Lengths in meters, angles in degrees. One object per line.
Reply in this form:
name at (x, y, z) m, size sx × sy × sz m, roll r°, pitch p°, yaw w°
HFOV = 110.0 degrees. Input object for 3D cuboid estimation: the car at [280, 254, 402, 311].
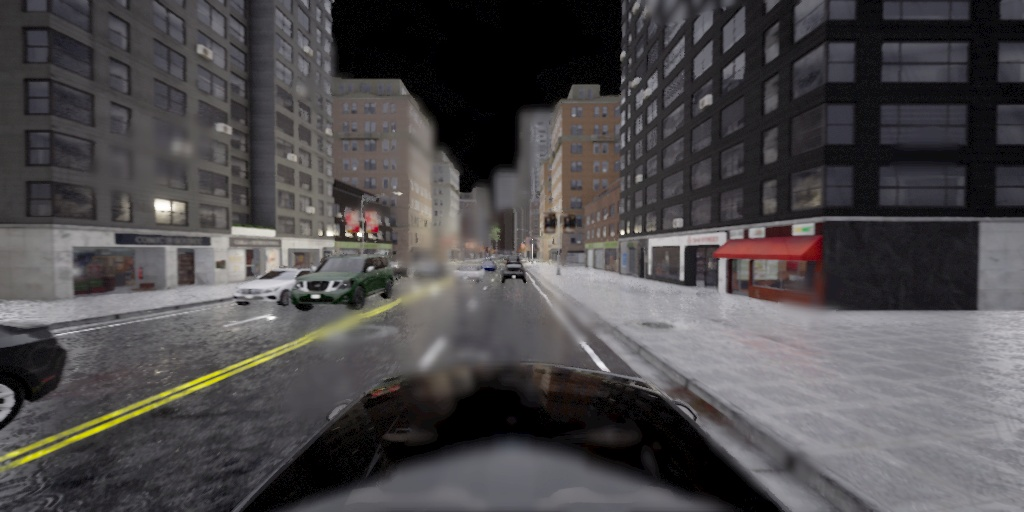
car at (-6.572, 0.951, 14.739) m, size 2.150 × 2.045 × 5.566 m, roll 0°, pitch 1°, yaw 0°

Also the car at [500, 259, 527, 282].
car at (0.147, 1.244, 28.428) m, size 1.837 × 1.490 × 4.892 m, roll 0°, pitch 1°, yaw 0°

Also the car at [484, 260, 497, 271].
car at (-3.075, 1.269, 47.336) m, size 1.994 × 1.385 × 4.181 m, roll 0°, pitch 0°, yaw 0°

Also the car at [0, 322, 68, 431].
car at (-6.601, 1.246, 2.461) m, size 1.837 × 1.490 × 4.892 m, roll 0°, pitch 0°, yaw 0°

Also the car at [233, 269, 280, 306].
car at (-9.812, 1.257, 15.744) m, size 1.812 × 1.442 × 4.674 m, roll 0°, pitch 0°, yaw 0°

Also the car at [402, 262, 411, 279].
car at (-9.709, 1.215, 29.341) m, size 2.128 × 1.511 × 4.902 m, roll 0°, pitch 0°, yaw 0°

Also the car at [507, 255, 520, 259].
car at (0.184, 0.930, 48.759) m, size 2.150 × 2.045 × 5.566 m, roll 0°, pitch 0°, yaw 0°

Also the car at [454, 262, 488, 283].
car at (-3.131, 1.335, 27.264) m, size 1.895 × 1.301 × 4.718 m, roll 0°, pitch 0°, yaw 0°

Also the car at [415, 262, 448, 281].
car at (-6.460, 1.235, 29.300) m, size 1.837 × 1.490 × 4.892 m, roll 0°, pitch 0°, yaw 0°
